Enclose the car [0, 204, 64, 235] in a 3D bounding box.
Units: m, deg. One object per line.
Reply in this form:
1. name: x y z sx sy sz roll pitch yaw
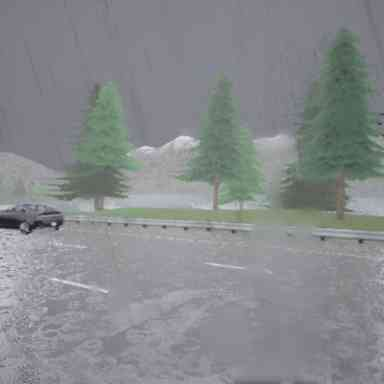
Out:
1. car: -9.099 1.403 17.969 4.902 1.511 2.128 0 0 29
